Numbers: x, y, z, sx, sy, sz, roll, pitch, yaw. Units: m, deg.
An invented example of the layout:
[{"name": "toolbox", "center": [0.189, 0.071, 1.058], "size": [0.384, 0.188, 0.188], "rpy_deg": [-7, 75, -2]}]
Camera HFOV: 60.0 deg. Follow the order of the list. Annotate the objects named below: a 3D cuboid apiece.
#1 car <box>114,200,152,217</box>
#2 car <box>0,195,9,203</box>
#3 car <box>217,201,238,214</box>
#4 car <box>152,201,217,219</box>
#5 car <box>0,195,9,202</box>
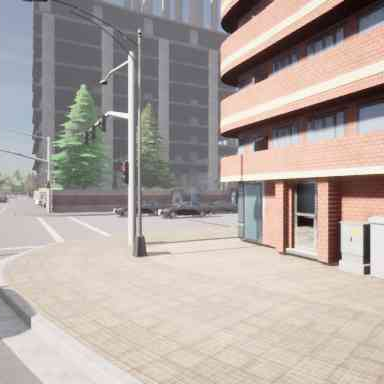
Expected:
[{"name": "car", "center": [-4.945, 1.547, 31.578], "size": [4.902, 1.511, 2.128], "rpy_deg": [0, 0, -27]}, {"name": "car", "center": [-37.931, 1.595, 66.052], "size": [1.895, 1.301, 4.718], "rpy_deg": [0, 0, -27]}, {"name": "car", "center": [3.022, 1.619, 35.572], "size": [4.181, 1.385, 1.994], "rpy_deg": [0, 0, -27]}, {"name": "car", "center": [-0.641, 1.547, 29.819], "size": [4.902, 1.511, 2.128], "rpy_deg": [0, 0, -27]}, {"name": "car", "center": [-42.448, 1.500, 74.912], "size": [1.837, 1.490, 4.892], "rpy_deg": [0, 0, -27]}]
